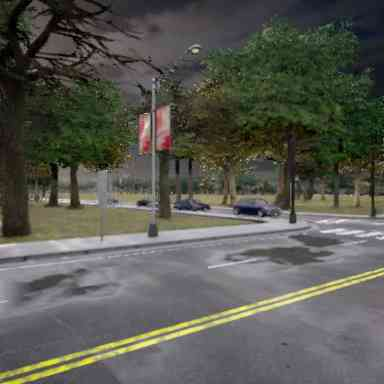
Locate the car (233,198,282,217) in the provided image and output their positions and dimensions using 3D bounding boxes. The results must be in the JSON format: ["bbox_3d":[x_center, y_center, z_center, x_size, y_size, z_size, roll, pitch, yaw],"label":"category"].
[{"bbox_3d":[5.842,1.334,29.998,2.097,1.767,4.553,0,0,-35],"label":"car"}]

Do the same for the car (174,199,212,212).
[{"bbox_3d":[-0.042,1.517,38.268,2.033,1.411,5.357,0,0,-35],"label":"car"}]

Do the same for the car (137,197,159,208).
[{"bbox_3d":[-6.082,1.452,46.771,2.128,1.511,4.902,0,0,-35],"label":"car"}]

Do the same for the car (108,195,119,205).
[{"bbox_3d":[-14.724,1.305,59.065,2.097,1.767,4.553,0,0,-35],"label":"car"}]
